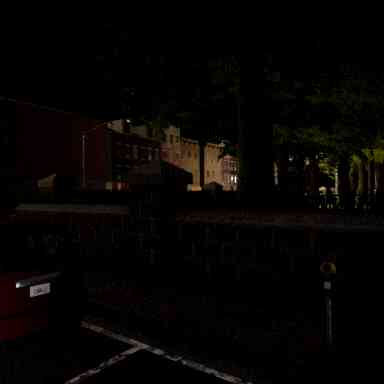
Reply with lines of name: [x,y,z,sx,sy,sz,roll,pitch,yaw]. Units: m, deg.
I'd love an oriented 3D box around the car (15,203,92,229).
car: [-9.395,1.583,22.935,1.812,1.442,4.674,-1,-1,35]

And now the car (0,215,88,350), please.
car: [-3.860,1.318,5.588,5.009,1.841,2.192,0,-1,36]
